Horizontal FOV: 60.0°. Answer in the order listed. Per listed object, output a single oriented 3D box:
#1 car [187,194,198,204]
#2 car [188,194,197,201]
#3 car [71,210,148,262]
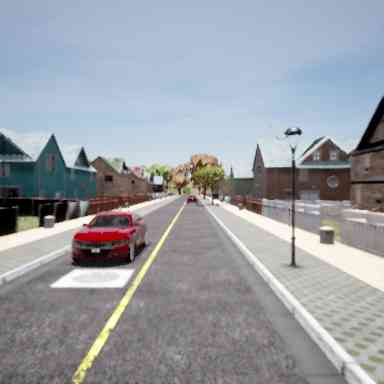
[{"bbox_3d":[0.040,1.235,62.874,2.097,1.767,4.553,0,0,0],"label":"car"},{"bbox_3d":[0.047,1.170,73.017,1.882,1.535,5.008,0,0,0],"label":"car"},{"bbox_3d":[-2.822,1.457,12.279,1.882,1.535,5.008,0,0,0],"label":"car"}]
